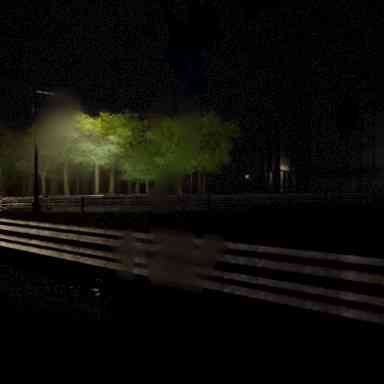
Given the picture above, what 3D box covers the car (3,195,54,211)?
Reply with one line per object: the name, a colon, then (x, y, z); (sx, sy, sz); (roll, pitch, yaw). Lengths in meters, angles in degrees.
car: (-16.036, 1.067, 32.660); (4.792, 1.488, 2.163); (-1, 0, 5)
